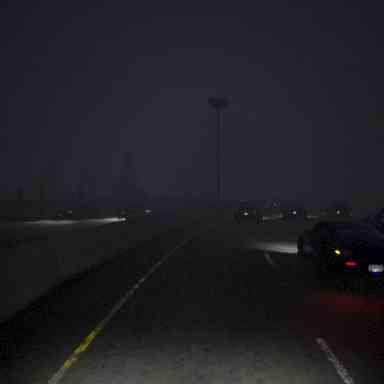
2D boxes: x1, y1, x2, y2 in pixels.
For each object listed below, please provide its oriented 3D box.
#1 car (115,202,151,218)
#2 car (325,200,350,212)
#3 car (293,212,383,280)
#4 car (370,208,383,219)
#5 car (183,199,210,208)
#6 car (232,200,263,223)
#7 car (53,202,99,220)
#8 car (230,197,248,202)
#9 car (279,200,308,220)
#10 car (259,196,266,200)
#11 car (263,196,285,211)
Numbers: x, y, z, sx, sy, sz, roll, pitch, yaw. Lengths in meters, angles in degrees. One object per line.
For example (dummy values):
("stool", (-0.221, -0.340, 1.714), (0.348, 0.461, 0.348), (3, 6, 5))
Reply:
("car", (-5.349, 1.614, 30.572), (1.994, 1.385, 4.181), (0, 0, 18))
("car", (13.868, 1.556, 31.683), (1.837, 1.490, 4.892), (0, 0, 22))
("car", (4.401, 1.537, 9.735), (1.812, 1.442, 4.674), (0, 0, 7))
("car", (8.537, 1.371, 13.565), (2.097, 1.767, 4.553), (0, 0, 10))
("car", (0.662, 1.581, 36.803), (1.837, 1.490, 4.892), (0, -1, 23))
("car", (4.538, 1.601, 26.449), (1.994, 1.385, 4.181), (0, 0, 16))
("car", (-9.714, 1.565, 28.369), (1.812, 1.442, 4.674), (0, 0, 17))
("car", (9.384, 1.775, 65.092), (2.033, 1.411, 5.357), (0, -1, 38))
("car", (8.718, 1.607, 27.985), (1.994, 1.385, 4.181), (0, 0, 19))
("car", (15.024, 1.571, 66.398), (2.097, 1.767, 4.553), (0, -1, 41))
("car", (11.023, 1.596, 41.877), (2.163, 1.488, 4.792), (0, 0, 28))
